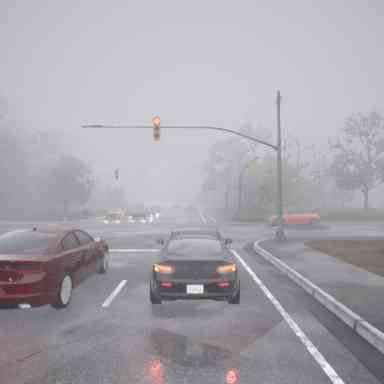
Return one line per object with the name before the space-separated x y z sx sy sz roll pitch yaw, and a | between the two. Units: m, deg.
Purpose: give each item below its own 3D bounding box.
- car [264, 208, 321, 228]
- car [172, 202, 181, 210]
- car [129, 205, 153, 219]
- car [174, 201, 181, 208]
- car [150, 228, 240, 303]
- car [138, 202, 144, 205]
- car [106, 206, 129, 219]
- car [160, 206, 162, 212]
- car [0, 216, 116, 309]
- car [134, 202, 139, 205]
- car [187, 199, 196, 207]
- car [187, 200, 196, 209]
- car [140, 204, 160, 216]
car | 8.488 2.156 28.460 4.553 1.767 2.097 0 -2 -3
car | -3.663 3.357 76.934 1.895 1.301 4.718 0 0 0
car | -7.186 3.036 47.130 1.882 1.535 5.008 0 -2 1
car | -3.785 3.227 86.845 1.812 1.442 4.674 0 0 -4
car | 0.063 1.606 8.224 1.812 1.442 4.674 0 -1 0
car | -10.662 3.040 66.513 2.150 2.045 5.566 0 0 0
car | -10.697 3.032 46.993 1.882 1.535 5.008 0 -2 0
car | -7.162 3.310 66.658 2.128 1.511 4.902 0 0 0
car | -3.434 1.556 8.079 1.882 1.535 5.008 0 -1 0
car | -10.702 3.106 55.853 2.097 1.767 4.553 0 -1 0
car | -0.276 2.894 86.970 2.097 1.767 4.553 0 0 -4
car | -0.163 3.305 77.236 1.994 1.385 4.181 0 0 0
car | -7.204 3.256 56.601 2.128 1.511 4.902 0 -1 0
